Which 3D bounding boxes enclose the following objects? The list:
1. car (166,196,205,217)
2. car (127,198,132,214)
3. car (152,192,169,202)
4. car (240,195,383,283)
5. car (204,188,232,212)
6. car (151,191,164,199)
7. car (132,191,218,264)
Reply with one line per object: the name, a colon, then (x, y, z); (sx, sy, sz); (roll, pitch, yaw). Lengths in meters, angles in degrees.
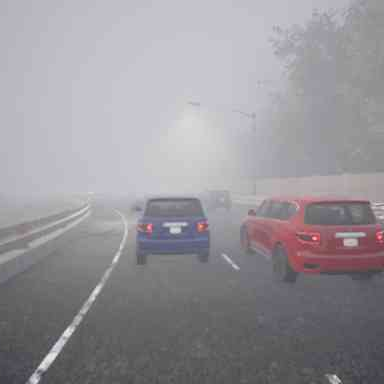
car: (-0.698, 1.125, 28.419); (2.128, 1.511, 4.902); (0, 1, -16)
car: (-4.742, 1.122, 29.813); (2.128, 1.511, 4.902); (0, 1, -16)
car: (-5.166, 0.795, 54.157); (1.882, 1.535, 5.008); (-1, 1, -16)
car: (2.983, 1.087, 9.454); (2.150, 2.045, 5.566); (0, 1, -5)
car: (1.928, 0.801, 31.827); (2.150, 2.045, 5.566); (0, 1, -17)
car: (-7.505, 0.619, 72.114); (1.812, 1.442, 4.674); (0, 1, 6)
car: (-0.790, 1.074, 11.517); (2.150, 2.045, 5.566); (0, 1, -8)
